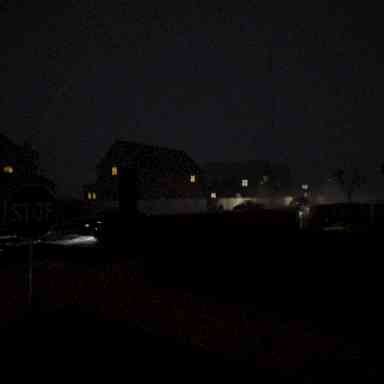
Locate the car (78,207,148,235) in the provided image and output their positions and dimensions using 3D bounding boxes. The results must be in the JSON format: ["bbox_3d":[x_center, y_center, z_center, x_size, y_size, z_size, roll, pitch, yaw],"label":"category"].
[{"bbox_3d":[-4.339,1.577,19.017,1.994,1.385,4.181,1,0,35],"label":"car"}]

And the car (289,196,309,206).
[{"bbox_3d":[14.930,1.387,46.122,1.837,1.490,4.892,1,0,35],"label":"car"}]

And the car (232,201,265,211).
[{"bbox_3d":[5.723,1.613,33.250,2.128,1.511,4.902,1,0,35],"label":"car"}]
